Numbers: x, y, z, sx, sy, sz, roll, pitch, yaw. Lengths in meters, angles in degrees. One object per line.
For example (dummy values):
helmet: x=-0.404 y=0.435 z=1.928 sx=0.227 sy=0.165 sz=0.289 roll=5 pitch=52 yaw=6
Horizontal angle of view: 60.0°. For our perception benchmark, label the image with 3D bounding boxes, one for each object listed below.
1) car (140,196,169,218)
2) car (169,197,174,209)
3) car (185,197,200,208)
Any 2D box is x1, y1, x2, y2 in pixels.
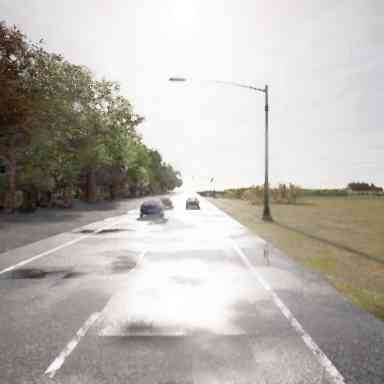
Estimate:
car: x=-3.403 y=1.362 z=29.365 sx=1.882 sy=1.535 sz=5.008 roll=0 pitch=0 yaw=0
car: x=-3.407 y=1.334 z=43.219 sx=1.837 sy=1.490 sz=4.892 roll=0 pitch=1 yaw=0
car: x=0.094 y=1.369 z=44.624 sx=2.033 sy=1.411 sz=5.357 roll=0 pitch=0 yaw=0
